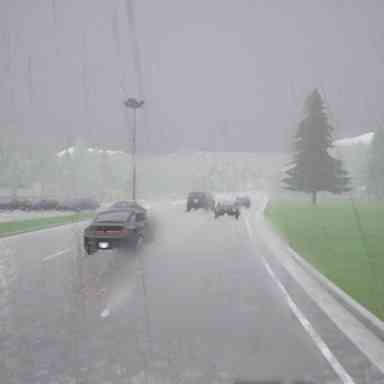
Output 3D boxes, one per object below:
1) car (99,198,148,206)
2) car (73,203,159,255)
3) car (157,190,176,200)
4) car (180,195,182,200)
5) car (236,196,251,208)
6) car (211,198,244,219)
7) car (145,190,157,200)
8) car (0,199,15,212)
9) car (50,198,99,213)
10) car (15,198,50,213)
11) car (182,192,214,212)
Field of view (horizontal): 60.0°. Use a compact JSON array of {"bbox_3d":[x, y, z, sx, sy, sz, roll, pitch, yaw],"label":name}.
[{"bbox_3d":[-4.691,1.387,23.835,1.994,1.385,4.181,0,0,9],"label":"car"},{"bbox_3d":[-2.548,1.409,12.908,1.837,1.490,4.892,0,0,6],"label":"car"},{"bbox_3d":[-5.195,0.678,73.025,2.150,2.045,5.566,0,0,14],"label":"car"},{"bbox_3d":[-1.350,0.995,74.028,2.128,1.511,4.902,0,0,14],"label":"car"},{"bbox_3d":[6.357,1.204,41.789,2.128,1.511,4.902,0,0,13],"label":"car"},{"bbox_3d":[3.012,1.410,27.375,1.895,1.301,4.718,0,0,11],"label":"car"},{"bbox_3d":[-8.599,0.667,73.840,2.150,2.045,5.566,0,0,14],"label":"car"},{"bbox_3d":[-18.420,1.329,34.383,1.895,1.301,4.718,0,0,16],"label":"car"},{"bbox_3d":[-11.372,1.291,33.562,2.033,1.411,5.357,0,0,16],"label":"car"},{"bbox_3d":[-15.016,1.340,33.569,1.895,1.301,4.718,0,0,16],"label":"car"},{"bbox_3d":[0.980,0.978,34.407,2.150,2.045,5.566,0,0,13],"label":"car"}]
